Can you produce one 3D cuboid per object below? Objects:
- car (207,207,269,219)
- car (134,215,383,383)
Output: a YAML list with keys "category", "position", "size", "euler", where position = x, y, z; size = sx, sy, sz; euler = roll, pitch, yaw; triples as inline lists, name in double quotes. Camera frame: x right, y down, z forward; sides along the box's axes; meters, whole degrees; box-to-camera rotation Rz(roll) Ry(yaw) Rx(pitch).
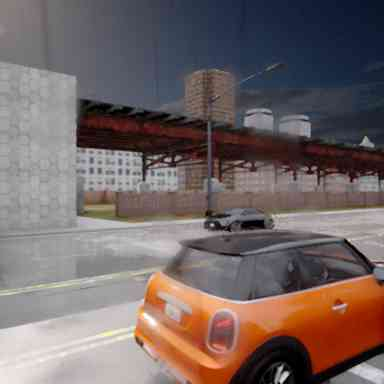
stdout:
- category: "car"
  position: [2.696, 1.563, 18.791]
  size: [4.181, 1.385, 1.994]
  euler: [0, 0, -35]
- category: "car"
  position: [1.558, 1.352, 4.858]
  size: [4.553, 1.767, 2.097]
  euler: [0, 0, -34]
